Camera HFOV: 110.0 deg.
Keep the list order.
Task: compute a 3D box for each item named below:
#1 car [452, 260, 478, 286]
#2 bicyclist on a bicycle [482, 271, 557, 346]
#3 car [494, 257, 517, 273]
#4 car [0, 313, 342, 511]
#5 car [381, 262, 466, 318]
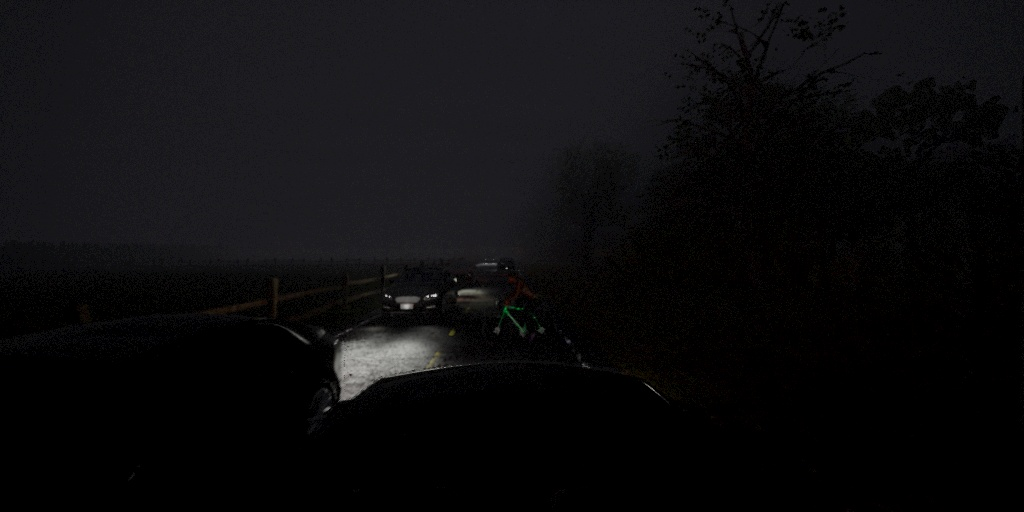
[{"bbox_3d":[-3.232,1.019,22.949,1.882,1.535,5.008,0,1,-1],"label":"car"},{"bbox_3d":[0.162,1.143,7.750,1.656,1.620,0.582,0,1,-1],"label":"bicyclist on a bicycle"},{"bbox_3d":[-0.551,0.887,35.976,1.837,1.490,4.892,0,0,-1],"label":"car"},{"bbox_3d":[-2.837,1.259,2.270,1.837,1.490,4.892,0,0,-1],"label":"car"},{"bbox_3d":[-3.040,1.143,12.615,2.128,1.511,4.902,0,1,-1],"label":"car"}]
